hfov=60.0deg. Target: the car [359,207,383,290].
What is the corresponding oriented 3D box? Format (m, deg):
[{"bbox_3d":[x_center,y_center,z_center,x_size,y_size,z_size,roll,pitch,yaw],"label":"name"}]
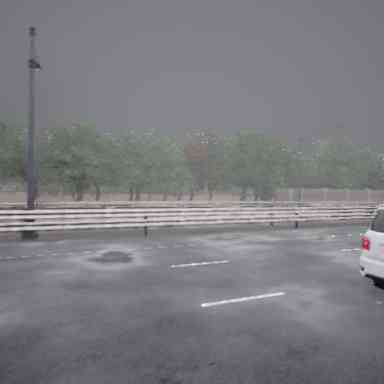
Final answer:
[{"bbox_3d":[6.429,1.320,7.718,5.566,2.045,2.150,1,0,-25],"label":"car"}]
